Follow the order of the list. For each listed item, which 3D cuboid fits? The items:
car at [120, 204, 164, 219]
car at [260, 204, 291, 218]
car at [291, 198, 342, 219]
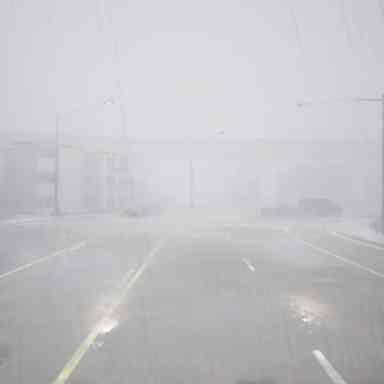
[{"bbox_3d":[-5.096,1.952,34.847,2.033,1.411,5.357,0,-1,31],"label":"car"},{"bbox_3d":[9.698,1.978,36.013,5.357,1.411,2.033,1,-1,-39],"label":"car"},{"bbox_3d":[13.078,1.634,34.099,5.566,2.045,2.150,0,-1,-36],"label":"car"}]
